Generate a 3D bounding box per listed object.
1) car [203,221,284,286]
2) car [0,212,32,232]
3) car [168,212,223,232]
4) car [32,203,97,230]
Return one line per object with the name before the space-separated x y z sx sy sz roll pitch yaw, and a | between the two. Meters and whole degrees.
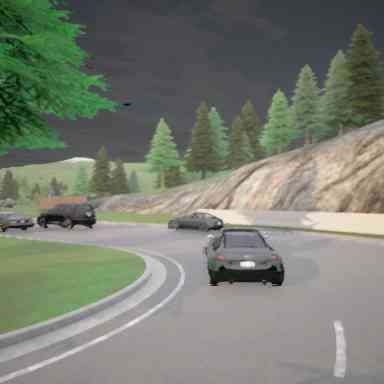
car | 1.435 1.813 10.242 1.994 1.385 4.181 0 -1 2
car | -14.346 2.265 25.614 5.357 1.411 2.033 -1 -2 34
car | 0.267 2.159 24.125 4.181 1.385 1.994 -1 -2 37
car | -10.164 1.949 27.056 5.566 2.045 2.150 -1 -2 33
